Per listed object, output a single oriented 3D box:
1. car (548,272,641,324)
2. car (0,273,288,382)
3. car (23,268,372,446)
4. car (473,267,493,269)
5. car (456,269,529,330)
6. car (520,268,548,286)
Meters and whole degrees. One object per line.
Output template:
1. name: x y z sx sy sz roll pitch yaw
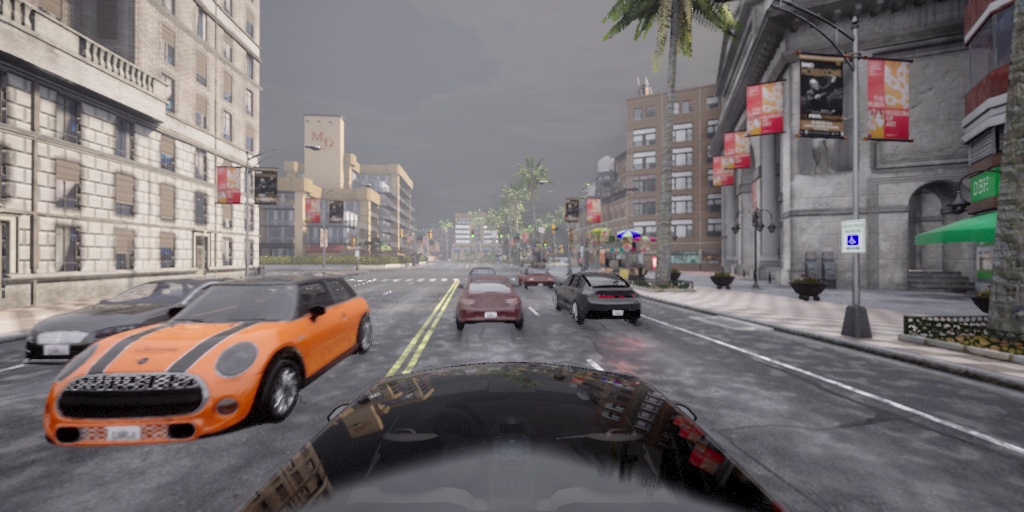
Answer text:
1. car: 2.682 1.300 12.212 1.837 1.490 4.892 0 0 -5
2. car: -7.588 1.271 8.255 2.128 1.511 4.902 0 0 -5
3. car: -3.887 1.120 5.681 2.097 1.767 4.553 0 0 -4
4. car: -1.790 1.384 21.764 2.033 1.411 5.357 0 0 -6
5. car: -0.735 1.317 11.237 1.812 1.442 4.674 0 0 -5
6. car: 1.487 1.446 23.927 1.895 1.301 4.718 0 0 -6
